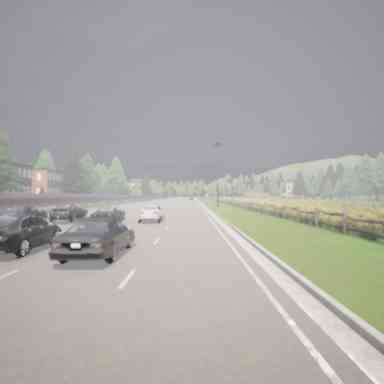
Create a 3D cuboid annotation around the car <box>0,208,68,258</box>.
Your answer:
[{"bbox_3d":[-6.974,1.654,13.489,1.837,1.490,4.892,0,0,0],"label":"car"}]

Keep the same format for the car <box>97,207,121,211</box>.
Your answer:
[{"bbox_3d":[-6.972,1.905,28.230,1.895,1.301,4.718,0,-1,0],"label":"car"}]

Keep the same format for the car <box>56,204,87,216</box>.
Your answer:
[{"bbox_3d":[-10.470,1.800,28.487,2.128,1.511,4.902,0,0,0],"label":"car"}]

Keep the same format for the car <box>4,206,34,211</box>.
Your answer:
[{"bbox_3d":[-13.980,1.844,27.512,2.033,1.411,5.357,0,-1,0],"label":"car"}]

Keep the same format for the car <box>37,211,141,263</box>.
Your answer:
[{"bbox_3d":[-3.485,1.684,12.522,2.033,1.411,5.357,0,-1,1],"label":"car"}]

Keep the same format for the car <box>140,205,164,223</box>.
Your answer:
[{"bbox_3d":[-3.465,1.836,28.881,1.812,1.442,4.674,0,0,1],"label":"car"}]
